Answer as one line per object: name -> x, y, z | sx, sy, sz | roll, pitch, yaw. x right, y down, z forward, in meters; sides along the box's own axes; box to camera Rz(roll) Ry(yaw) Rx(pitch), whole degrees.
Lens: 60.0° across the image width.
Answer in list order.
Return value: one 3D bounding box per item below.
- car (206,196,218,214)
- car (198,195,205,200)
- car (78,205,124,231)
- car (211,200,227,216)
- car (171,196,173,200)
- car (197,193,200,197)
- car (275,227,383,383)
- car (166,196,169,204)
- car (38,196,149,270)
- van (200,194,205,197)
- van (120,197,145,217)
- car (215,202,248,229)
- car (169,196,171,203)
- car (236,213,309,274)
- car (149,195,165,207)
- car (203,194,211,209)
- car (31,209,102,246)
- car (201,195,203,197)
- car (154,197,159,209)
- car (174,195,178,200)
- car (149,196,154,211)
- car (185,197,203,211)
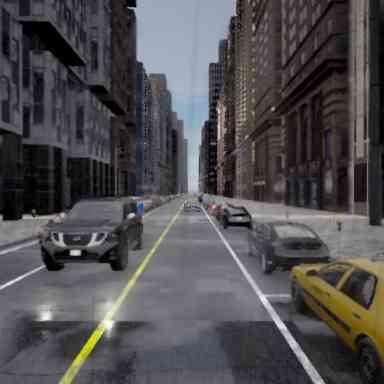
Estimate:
car -> 2.758, 1.470, 32.739 | 1.967, 1.590, 4.097 | 0, 0, 0
car -> 2.753, 1.557, 94.358 | 1.967, 1.590, 4.097 | 0, 0, 0
car -> -5.766, 1.601, 21.518 | 1.802, 1.307, 4.206 | 0, 0, 0
car -> 2.759, 1.606, 27.138 | 1.802, 1.307, 4.206 | 0, 0, 0
car -> -5.770, 1.645, 71.937 | 1.947, 1.339, 4.313 | 0, 0, 0
car -> 2.754, 1.393, 71.951 | 2.192, 1.841, 5.009 | 0, 0, 0
car -> 2.760, 1.529, 4.901 | 1.752, 1.417, 4.829 | 0, 0, 0
car -> -5.769, 1.503, 60.733 | 1.967, 1.590, 4.097 | 0, 0, 0
car -> -3.005, 1.233, 11.367 | 2.150, 2.045, 5.566 | 0, 0, 0
van -> 2.755, 1.403, 60.748 | 1.690, 1.788, 3.998 | 0, 0, 0
van -> -5.767, 1.372, 32.723 | 1.690, 1.788, 3.998 | 0, 0, 0
car -> 2.759, 1.585, 21.536 | 1.947, 1.339, 4.313 | 0, 0, 0
car -> -5.769, 1.621, 66.336 | 2.008, 1.369, 4.403 | 0, 0, 0
car -> 2.760, 1.559, 10.332 | 2.008, 1.369, 4.403 | 0, 0, 0
car -> -5.769, 1.364, 49.530 | 2.192, 1.841, 5.009 | 0, 0, 0
car -> 2.757, 1.483, 43.942 | 1.967, 1.590, 4.097 | 0, 0, 0
car -> -5.765, 1.596, 15.917 | 1.802, 1.307, 4.206 | 0, 0, 0
car -> 2.756, 1.581, 55.316 | 1.752, 1.417, 4.829 | 0, 0, 0
car -> -5.767, 1.625, 43.927 | 1.802, 1.307, 4.206 | 0, 0, 0
car -> -5.772, 1.662, 94.346 | 1.887, 1.381, 4.507 | 0, 0, 0
car -> -5.767, 1.562, 38.155 | 1.752, 1.417, 4.829 | 0, 0, 0
car -> 0.097, 1.641, 41.771 | 1.895, 1.301, 4.718 | 0, 0, 0
